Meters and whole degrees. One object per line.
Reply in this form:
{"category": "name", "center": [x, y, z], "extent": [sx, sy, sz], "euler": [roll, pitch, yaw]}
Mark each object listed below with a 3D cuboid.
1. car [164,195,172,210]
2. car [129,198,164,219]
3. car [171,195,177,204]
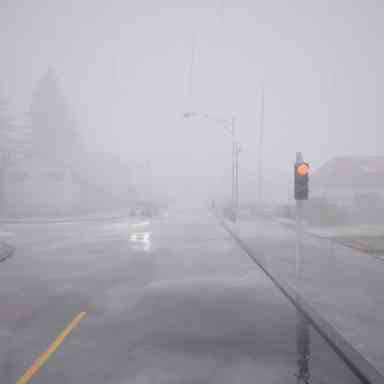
{"category": "car", "center": [-3.972, 1.505, 42.993], "extent": [1.837, 1.490, 4.892], "euler": [0, 0, 0]}
{"category": "car", "center": [-4.178, 1.492, 29.581], "extent": [2.128, 1.511, 4.902], "euler": [0, 0, 5]}
{"category": "car", "center": [-3.888, 1.351, 60.972], "extent": [2.097, 1.767, 4.553], "euler": [0, 0, 1]}
